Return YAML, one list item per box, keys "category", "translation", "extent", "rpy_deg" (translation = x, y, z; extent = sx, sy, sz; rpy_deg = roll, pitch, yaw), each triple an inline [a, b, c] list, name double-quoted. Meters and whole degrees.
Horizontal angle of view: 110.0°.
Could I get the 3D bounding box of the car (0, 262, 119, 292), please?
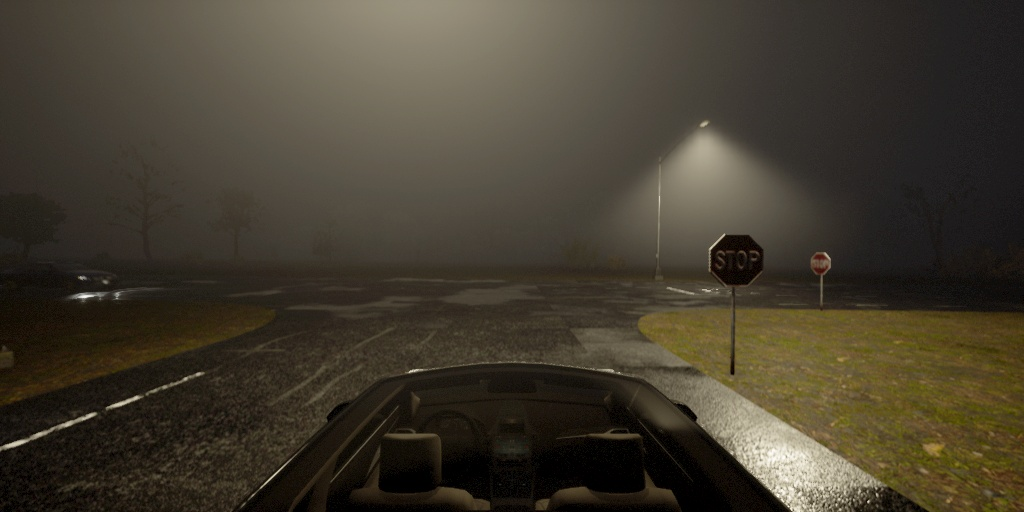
- category: "car"
  translation: [-22.996, 1.018, 18.239]
  extent: [4.674, 1.442, 1.812]
  rpy_deg: [1, 1, 0]
